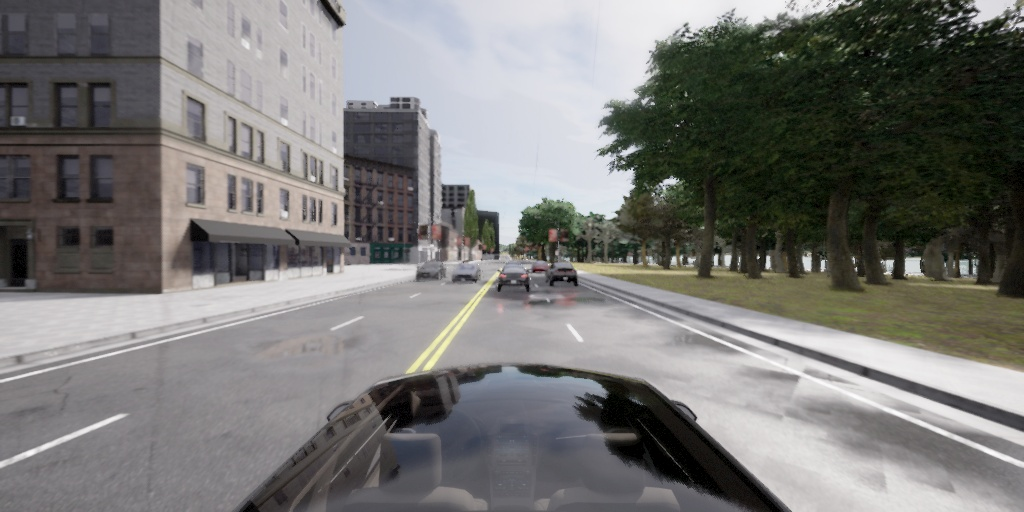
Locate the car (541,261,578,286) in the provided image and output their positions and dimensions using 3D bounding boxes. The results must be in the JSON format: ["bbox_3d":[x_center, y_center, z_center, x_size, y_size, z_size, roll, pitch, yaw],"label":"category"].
[{"bbox_3d":[3.349,1.227,24.854,1.837,1.490,4.892,0,-1,0],"label":"car"}]

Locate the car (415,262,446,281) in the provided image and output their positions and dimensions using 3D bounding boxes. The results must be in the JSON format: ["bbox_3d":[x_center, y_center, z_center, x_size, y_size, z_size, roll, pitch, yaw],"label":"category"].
[{"bbox_3d":[-6.595,1.226,29.739,1.837,1.490,4.892,0,0,0],"label":"car"}]

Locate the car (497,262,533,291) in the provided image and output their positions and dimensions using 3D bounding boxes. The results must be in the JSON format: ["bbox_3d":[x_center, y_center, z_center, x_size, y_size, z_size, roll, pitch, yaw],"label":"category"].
[{"bbox_3d":[0.091,1.258,21.667,1.812,1.442,4.674,0,-1,0],"label":"car"}]

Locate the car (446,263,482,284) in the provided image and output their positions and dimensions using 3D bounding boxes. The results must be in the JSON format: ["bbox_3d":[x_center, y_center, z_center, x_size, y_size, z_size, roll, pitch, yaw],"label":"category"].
[{"bbox_3d":[-3.348,1.271,27.400,2.033,1.411,5.357,0,0,0],"label":"car"}]

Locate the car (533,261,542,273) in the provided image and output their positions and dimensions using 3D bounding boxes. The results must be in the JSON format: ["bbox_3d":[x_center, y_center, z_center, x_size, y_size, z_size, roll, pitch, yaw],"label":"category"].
[{"bbox_3d":[3.348,1.267,42.603,1.994,1.385,4.181,0,0,0],"label":"car"}]
